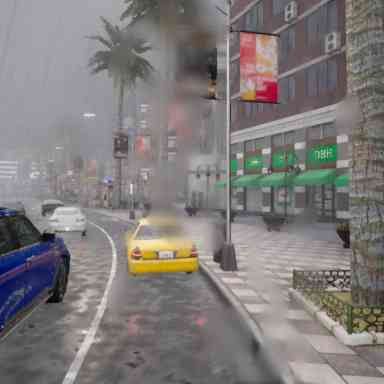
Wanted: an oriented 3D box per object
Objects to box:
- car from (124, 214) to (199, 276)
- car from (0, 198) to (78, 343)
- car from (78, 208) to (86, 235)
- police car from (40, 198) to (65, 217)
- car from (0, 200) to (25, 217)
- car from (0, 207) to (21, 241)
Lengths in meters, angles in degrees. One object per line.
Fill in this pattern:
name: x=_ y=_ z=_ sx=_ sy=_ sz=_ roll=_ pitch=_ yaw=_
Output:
car: x=-1.121 y=1.456 z=10.384 sx=1.801 sy=1.575 sz=5.366 roll=0 pitch=0 yaw=-11
car: x=-3.495 y=1.219 z=4.873 sx=2.150 sy=2.045 sz=5.566 roll=0 pitch=0 yaw=-6
car: x=-6.789 y=1.521 z=18.103 sx=1.812 sy=1.442 sz=4.674 roll=0 pitch=0 yaw=-20
police car: x=-13.727 y=1.414 z=32.614 sx=1.930 sy=1.638 sz=5.238 roll=0 pitch=0 yaw=-27
car: x=-17.307 y=1.548 z=32.174 sx=1.994 sy=1.385 sz=4.181 roll=0 pitch=0 yaw=-27
car: x=-10.125 y=1.557 z=17.052 sx=1.994 sy=1.385 sz=4.181 roll=0 pitch=0 yaw=-21
